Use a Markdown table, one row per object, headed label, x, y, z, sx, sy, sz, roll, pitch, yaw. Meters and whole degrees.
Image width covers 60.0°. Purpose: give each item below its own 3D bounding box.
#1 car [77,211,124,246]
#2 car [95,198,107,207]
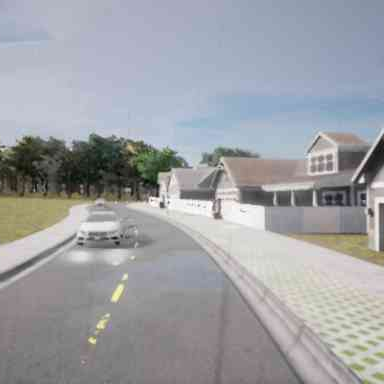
| label | x | y | z | sx | sy | sz | roll | pitch | yaw |
| --- | --- | --- | --- | --- | --- | --- | --- | --- | --- |
| car | -4.318 | 1.663 | 16.244 | 1.812 | 1.442 | 4.674 | 0 | 0 | -9 |
| car | -15.604 | 1.813 | 56.916 | 1.812 | 1.442 | 4.674 | 0 | 0 | -12 |
